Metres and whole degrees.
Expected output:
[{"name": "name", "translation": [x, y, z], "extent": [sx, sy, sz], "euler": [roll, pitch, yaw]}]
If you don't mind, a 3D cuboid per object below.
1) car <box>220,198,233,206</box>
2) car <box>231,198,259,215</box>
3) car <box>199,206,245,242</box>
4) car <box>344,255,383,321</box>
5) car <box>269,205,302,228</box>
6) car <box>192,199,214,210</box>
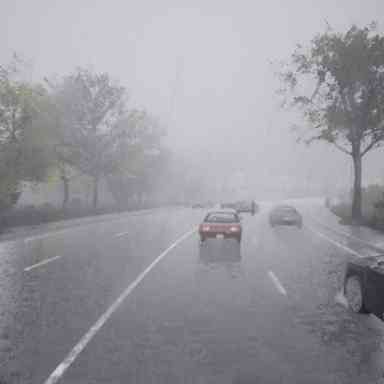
[{"name": "car", "translation": [5.111, 1.514, 43.282], "extent": [1.882, 1.535, 5.008], "euler": [0, 0, 22]}, {"name": "car", "translation": [5.786, 1.587, 34.415], "extent": [2.033, 1.411, 5.357], "euler": [0, 0, 18]}, {"name": "car", "translation": [1.539, 1.615, 16.458], "extent": [1.895, 1.301, 4.718], "euler": [0, 0, 9]}, {"name": "car", "translation": [3.848, 1.508, 4.664], "extent": [2.128, 1.511, 4.902], "euler": [0, 0, 2]}, {"name": "car", "translation": [6.282, 1.603, 22.610], "extent": [1.994, 1.385, 4.181], "euler": [0, 0, 12]}, {"name": "car", "translation": [1.452, 1.579, 43.480], "extent": [1.994, 1.385, 4.181], "euler": [0, 0, 21]}]
